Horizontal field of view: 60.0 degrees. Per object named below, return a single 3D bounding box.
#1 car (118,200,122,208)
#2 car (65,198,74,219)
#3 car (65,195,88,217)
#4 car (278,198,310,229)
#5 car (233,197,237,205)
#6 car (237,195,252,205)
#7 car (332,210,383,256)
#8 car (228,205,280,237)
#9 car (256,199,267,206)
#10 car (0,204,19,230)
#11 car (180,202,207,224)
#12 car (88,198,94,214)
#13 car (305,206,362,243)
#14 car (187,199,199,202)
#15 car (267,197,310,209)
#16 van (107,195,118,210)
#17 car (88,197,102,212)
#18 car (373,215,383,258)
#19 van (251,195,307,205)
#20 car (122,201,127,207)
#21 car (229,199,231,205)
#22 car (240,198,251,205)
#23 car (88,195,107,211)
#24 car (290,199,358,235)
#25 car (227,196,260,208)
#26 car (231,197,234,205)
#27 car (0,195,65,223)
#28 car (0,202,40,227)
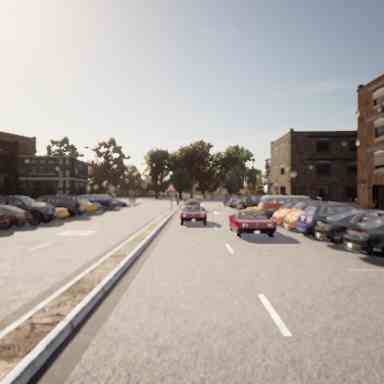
[{"bbox_3d":[-12.527,1.476,46.053,4.553,1.767,2.185,0,0,0],"label":"car"},{"bbox_3d":[-12.704,1.528,26.592,5.366,1.575,1.946,0,0,0],"label":"car"},{"bbox_3d":[-12.545,1.292,29.373,5.566,2.045,2.435,0,0,0],"label":"car"},{"bbox_3d":[7.680,1.381,19.301,4.553,1.767,2.185,0,0,0],"label":"car"},{"bbox_3d":[7.664,1.578,38.600,4.892,1.521,2.231,0,0,0],"label":"car"},{"bbox_3d":[7.683,1.304,33.088,5.566,2.045,2.435,0,0,0],"label":"car"},{"bbox_3d":[7.640,1.490,11.028,4.892,1.521,2.231,0,0,0],"label":"car"},{"bbox_3d":[3.102,1.624,18.058,1.895,1.301,4.718,0,0,0],"label":"car"},{"bbox_3d":[7.657,1.524,24.814,5.008,1.535,2.097,0,0,0],"label":"car"},{"bbox_3d":[-12.526,1.540,18.255,4.674,1.452,2.002,0,0,0],"label":"car"},{"bbox_3d":[0.111,1.646,24.901,1.895,1.301,4.718,0,0,0],"label":"car"},{"bbox_3d":[-12.519,1.557,32.150,4.892,1.521,2.231,0,0,0],"label":"car"},{"bbox_3d":[7.641,1.495,13.786,4.892,1.521,2.231,0,0,0],"label":"car"},{"bbox_3d":[0.119,1.608,41.342,1.837,1.490,4.892,0,0,0],"label":"car"},{"bbox_3d":[7.682,1.389,22.058,4.553,1.767,2.185,0,0,0],"label":"car"},{"bbox_3d":[-12.382,1.374,43.145,4.442,1.987,1.878,0,0,0],"label":"van"},{"bbox_3d":[-12.504,1.568,34.805,5.008,1.535,2.097,0,0,0],"label":"car"},{"bbox_3d":[7.638,1.486,8.272,4.892,1.521,2.231,0,0,0],"label":"car"},{"bbox_3d":[7.536,1.308,27.573,4.442,1.987,1.878,0,0,0],"label":"van"},{"bbox_3d":[-12.460,1.624,51.489,4.792,1.488,2.163,0,0,0],"label":"car"},{"bbox_3d":[7.657,1.627,44.120,4.674,1.452,2.002,0,0,0],"label":"car"},{"bbox_3d":[7.469,1.542,30.329,5.366,1.575,1.946,0,0,0],"label":"car"},{"bbox_3d":[-12.537,1.455,37.709,4.553,1.767,2.185,0,0,0],"label":"car"},{"bbox_3d":[7.617,1.374,16.543,4.553,1.767,2.185,0,0,0],"label":"car"},{"bbox_3d":[7.631,1.465,49.639,4.553,1.767,2.185,0,0,0],"label":"car"},{"bbox_3d":[7.627,1.458,41.363,4.553,1.767,2.185,0,0,0],"label":"car"},{"bbox_3d":[-12.494,1.268,23.688,5.566,2.045,2.435,0,0,0],"label":"car"},{"bbox_3d":[-12.523,1.549,20.969,4.674,1.452,2.002,0,0,0],"label":"car"}]
